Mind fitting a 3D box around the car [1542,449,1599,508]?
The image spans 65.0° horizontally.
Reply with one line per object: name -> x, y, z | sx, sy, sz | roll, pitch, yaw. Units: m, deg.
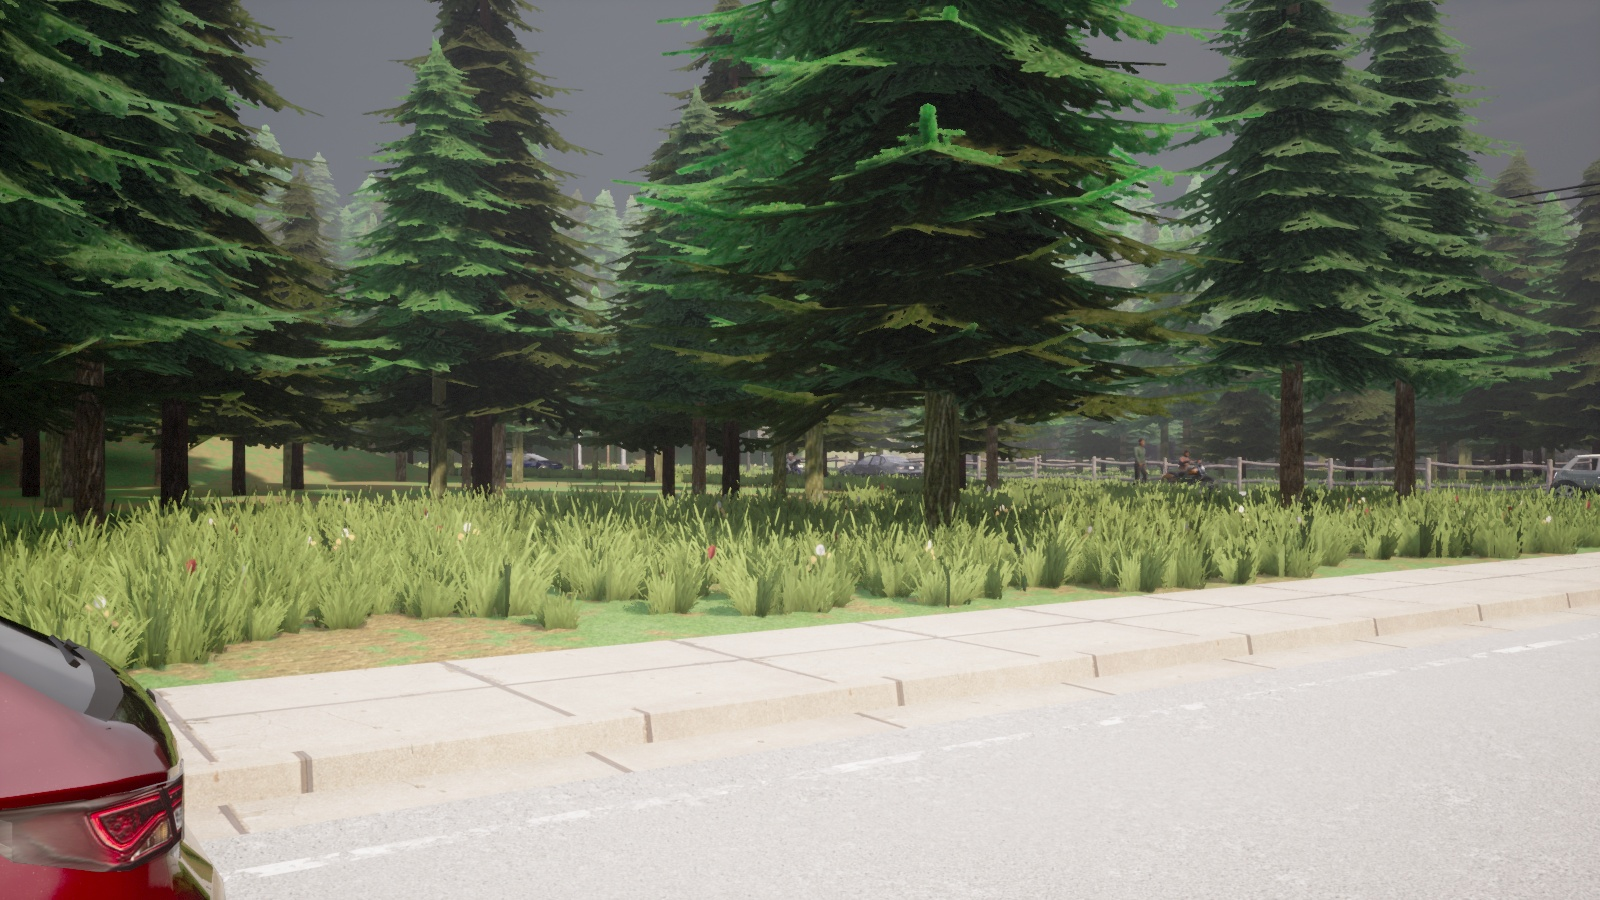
car -> 21.215, 0.708, 31.677 | 1.970, 1.475, 3.806 | 0, 0, -32

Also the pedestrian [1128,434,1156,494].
pedestrian -> 11.092, 0.446, 40.765 | 0.423, 1.949, 0.788 | 0, 0, -35

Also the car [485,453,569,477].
car -> -17.433, 0.952, 80.397 | 4.792, 1.488, 2.163 | 0, 0, 12

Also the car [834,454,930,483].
car -> 4.116, 0.913, 64.081 | 2.033, 1.411, 5.357 | 0, 0, -34

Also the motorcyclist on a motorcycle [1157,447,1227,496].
motorcyclist on a motorcycle -> 13.599, 0.741, 43.587 | 0.766, 1.649, 2.350 | 0, 0, -34

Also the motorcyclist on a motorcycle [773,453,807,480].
motorcyclist on a motorcycle -> -0.571, 0.928, 71.075 | 0.866, 1.530, 2.191 | 0, 0, -35

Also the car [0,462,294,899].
car -> -3.043, 0.769, 1.540 | 4.193, 1.474, 1.816 | 0, 0, -35
